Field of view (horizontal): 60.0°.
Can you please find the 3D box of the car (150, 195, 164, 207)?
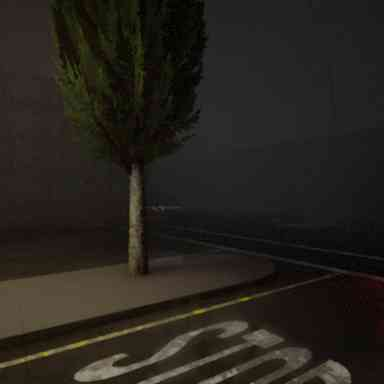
[{"bbox_3d":[-5.721,1.248,47.202,2.128,1.511,4.902,-1,0,-35],"label":"car"}]
